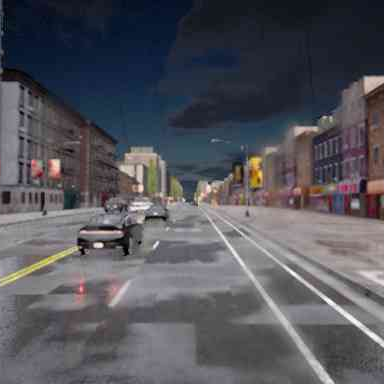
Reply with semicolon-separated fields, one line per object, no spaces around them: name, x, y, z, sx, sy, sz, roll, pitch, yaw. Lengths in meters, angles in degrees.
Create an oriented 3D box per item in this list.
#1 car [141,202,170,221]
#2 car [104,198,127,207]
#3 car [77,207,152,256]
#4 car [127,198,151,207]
car;-3.129;1.855;30.429;1.994;1.385;4.181;0;-1;0
car;-9.805;1.732;43.374;2.150;2.045;5.566;0;-1;0
car;-3.140;1.600;13.592;2.128;1.511;4.902;0;-1;0
car;-6.554;1.732;43.372;2.150;2.045;5.566;0;-1;0
